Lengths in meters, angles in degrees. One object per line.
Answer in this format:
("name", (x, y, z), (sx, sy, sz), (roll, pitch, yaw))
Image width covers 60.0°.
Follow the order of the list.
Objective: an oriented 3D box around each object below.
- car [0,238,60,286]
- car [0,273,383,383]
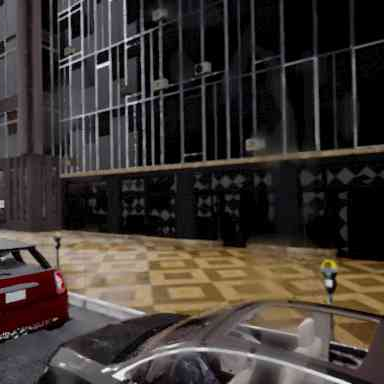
("car", (-4.026, 1.492, 5.762), (4.097, 1.590, 1.967), (-1, -1, 36))
("car", (0.575, 1.558, 2.478), (4.403, 1.369, 2.008), (-1, -1, 36))
